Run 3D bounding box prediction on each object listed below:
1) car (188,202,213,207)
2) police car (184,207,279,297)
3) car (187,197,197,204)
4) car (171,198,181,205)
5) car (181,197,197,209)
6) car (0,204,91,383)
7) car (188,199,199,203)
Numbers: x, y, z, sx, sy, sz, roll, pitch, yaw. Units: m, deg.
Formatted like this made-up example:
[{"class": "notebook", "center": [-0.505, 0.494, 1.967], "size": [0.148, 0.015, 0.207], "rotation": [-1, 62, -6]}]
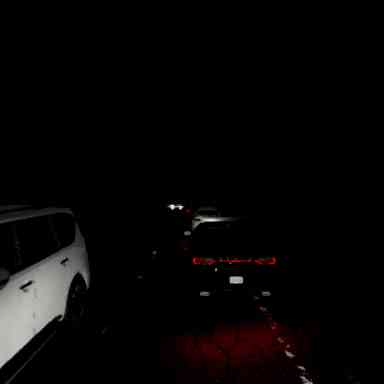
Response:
[{"class": "car", "center": [0.811, 1.531, 18.635], "size": [1.812, 1.442, 4.674], "rotation": [0, 0, 0]}, {"class": "police car", "center": [0.818, 1.426, 8.744], "size": [1.930, 1.638, 5.238], "rotation": [0, 0, 0]}, {"class": "car", "center": [-0.049, 1.673, 65.188], "size": [1.895, 1.301, 4.718], "rotation": [0, 0, 0]}, {"class": "car", "center": [-2.796, 1.662, 60.712], "size": [1.895, 1.301, 4.718], "rotation": [0, 0, 0]}, {"class": "car", "center": [0.003, 1.524, 46.107], "size": [2.128, 1.511, 4.902], "rotation": [0, 0, 0]}, {"class": "car", "center": [-2.856, 1.222, 3.752], "size": [2.150, 2.045, 5.566], "rotation": [0, 0, 0]}, {"class": "car", "center": [0.806, 1.514, 24.634], "size": [1.837, 1.490, 4.892], "rotation": [0, 0, 0]}]
